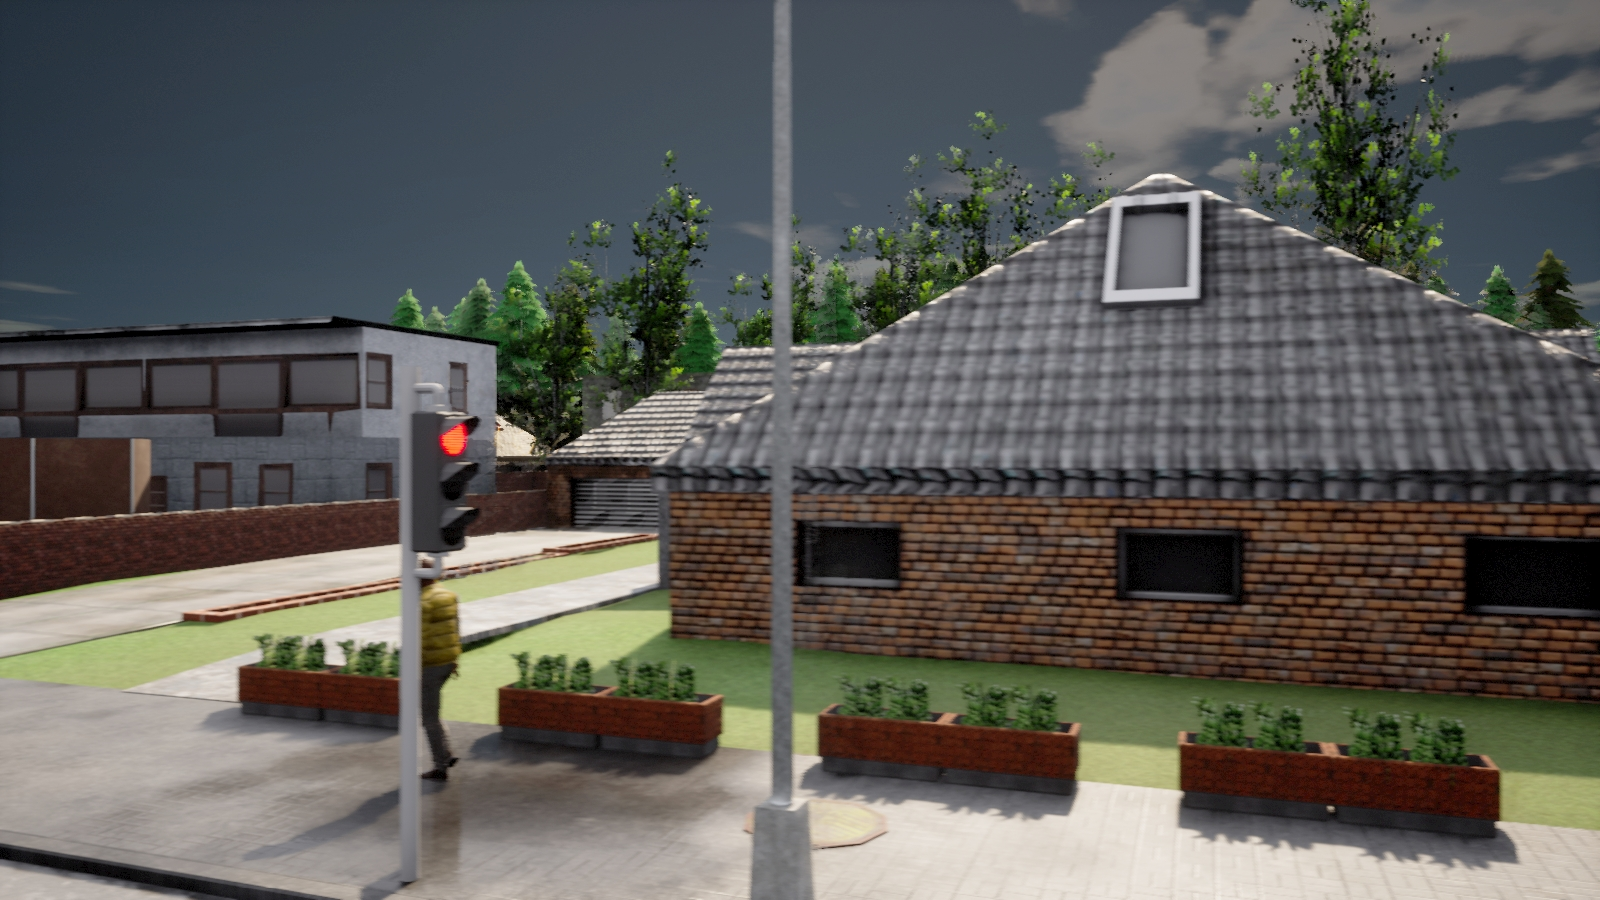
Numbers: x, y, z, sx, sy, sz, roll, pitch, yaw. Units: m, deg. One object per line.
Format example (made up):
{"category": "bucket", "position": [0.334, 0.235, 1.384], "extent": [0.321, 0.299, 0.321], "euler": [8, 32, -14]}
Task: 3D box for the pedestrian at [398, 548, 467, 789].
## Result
{"category": "pedestrian", "position": [-2.972, 1.744, 9.252], "extent": [0.375, 1.860, 0.375], "euler": [0, 0, 25]}
